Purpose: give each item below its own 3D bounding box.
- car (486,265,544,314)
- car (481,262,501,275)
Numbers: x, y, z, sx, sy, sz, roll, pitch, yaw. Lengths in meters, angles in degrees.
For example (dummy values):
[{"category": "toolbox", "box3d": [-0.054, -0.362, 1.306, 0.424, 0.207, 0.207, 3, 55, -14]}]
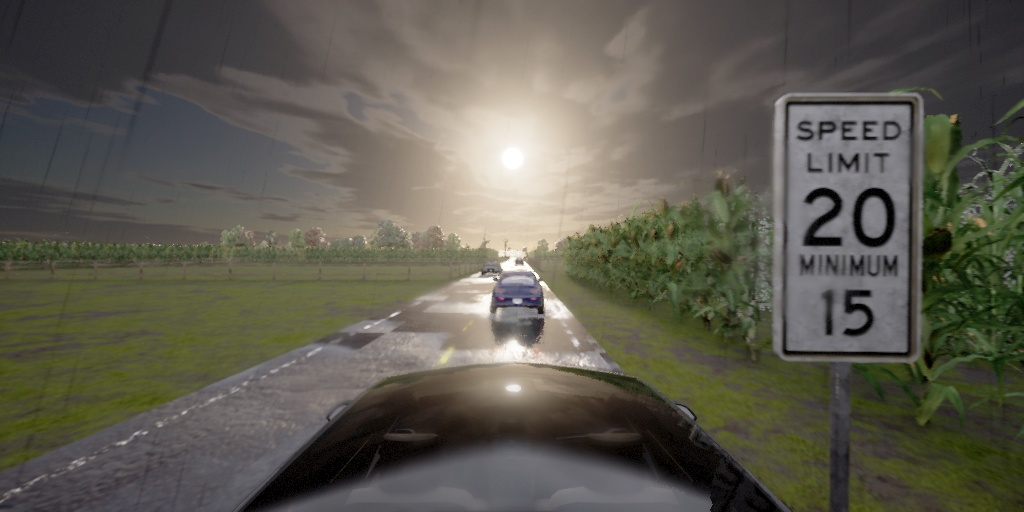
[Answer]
[{"category": "car", "box3d": [0.224, 1.266, 13.731, 1.812, 1.442, 4.674, 0, 0, 1]}, {"category": "car", "box3d": [-2.031, 1.258, 37.089, 1.994, 1.385, 4.181, 0, 0, 1]}]
